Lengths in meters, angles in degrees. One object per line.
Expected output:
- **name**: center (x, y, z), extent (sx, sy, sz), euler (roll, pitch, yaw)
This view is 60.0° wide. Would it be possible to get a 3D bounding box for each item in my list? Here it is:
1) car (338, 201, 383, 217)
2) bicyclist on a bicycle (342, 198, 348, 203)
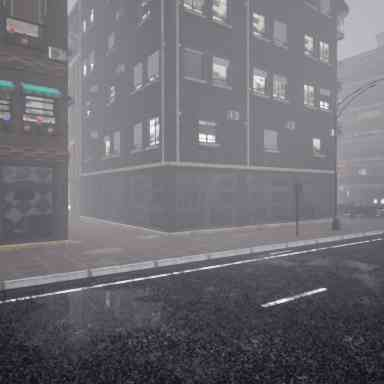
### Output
- **car**: center (17.184, 1.723, 34.161), extent (2.128, 1.511, 4.902), euler (0, -1, -36)
- **bicyclist on a bicycle**: center (20.459, 1.587, 44.475), extent (1.656, 1.620, 0.582), euler (-1, 0, -36)
